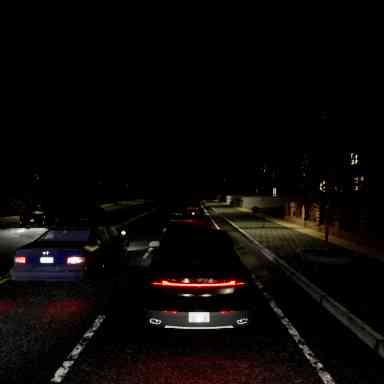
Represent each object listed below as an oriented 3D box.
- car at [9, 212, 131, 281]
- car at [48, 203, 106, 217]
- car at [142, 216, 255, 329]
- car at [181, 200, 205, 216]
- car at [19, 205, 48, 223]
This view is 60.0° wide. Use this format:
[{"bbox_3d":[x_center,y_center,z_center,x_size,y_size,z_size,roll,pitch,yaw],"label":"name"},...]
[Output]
[{"bbox_3d":[-3.191,1.550,9.851,2.033,1.411,5.357,0,0,0],"label":"car"},{"bbox_3d":[-6.599,1.484,20.188,1.882,1.535,5.008,0,0,0],"label":"car"},{"bbox_3d":[0.099,1.507,7.076,1.837,1.490,4.892,0,0,0],"label":"car"},{"bbox_3d":[0.100,1.518,29.787,1.837,1.490,4.892,0,0,0],"label":"car"},{"bbox_3d":[-9.848,1.572,22.448,1.994,1.385,4.181,0,0,0],"label":"car"}]
